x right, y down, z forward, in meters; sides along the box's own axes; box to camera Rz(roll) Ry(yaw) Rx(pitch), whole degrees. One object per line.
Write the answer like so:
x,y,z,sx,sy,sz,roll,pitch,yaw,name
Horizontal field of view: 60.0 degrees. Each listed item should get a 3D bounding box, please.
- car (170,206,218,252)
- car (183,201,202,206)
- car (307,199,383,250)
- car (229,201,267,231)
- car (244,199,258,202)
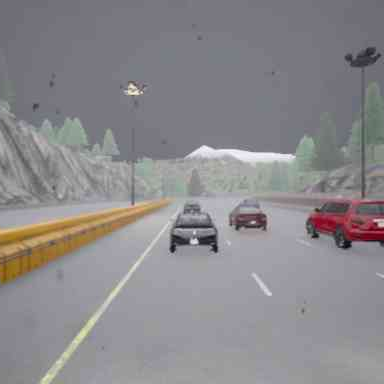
0.074,1.592,14.366,2.128,1.511,4.902,0,0,0,car
0.020,1.764,37.170,1.837,1.490,4.892,0,0,0,car
7.071,1.323,15.066,2.150,2.045,5.566,0,0,0,car
3.555,1.627,21.782,1.882,1.535,5.008,0,0,0,car
7.011,1.627,40.463,2.097,1.767,4.553,0,0,0,car
